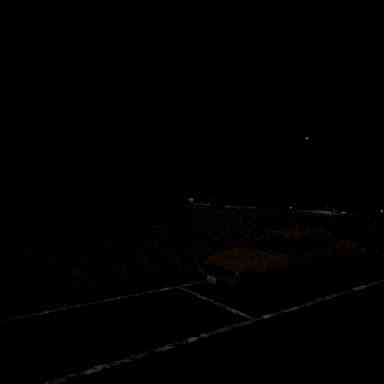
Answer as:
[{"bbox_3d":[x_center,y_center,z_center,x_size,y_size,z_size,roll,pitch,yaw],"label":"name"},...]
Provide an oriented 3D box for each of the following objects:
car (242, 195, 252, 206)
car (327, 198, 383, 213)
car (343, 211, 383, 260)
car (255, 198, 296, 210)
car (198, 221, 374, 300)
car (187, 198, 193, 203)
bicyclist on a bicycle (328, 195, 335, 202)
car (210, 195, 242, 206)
[{"bbox_3d":[6.521,1.201,47.885,2.128,1.511,4.902,1,0,-34],"label":"car"},{"bbox_3d":[14.732,1.341,30.238,2.128,1.511,4.902,1,0,-34],"label":"car"},{"bbox_3d":[7.156,1.547,11.673,4.507,1.381,1.887,0,1,-35],"label":"car"},{"bbox_3d":[9.474,1.367,37.916,1.895,1.301,4.718,1,0,-34],"label":"car"},{"bbox_3d":[2.395,1.526,8.370,4.829,1.417,1.752,0,1,-35],"label":"car"},{"bbox_3d":[-1.741,1.185,54.361,1.895,1.301,4.718,1,0,-34],"label":"car"},{"bbox_3d":[16.341,1.158,38.933,1.656,1.620,0.582,0,0,-34],"label":"bicyclist on a bicycle"},{"bbox_3d":[4.375,1.247,45.379,1.994,1.385,4.181,1,0,-34],"label":"car"}]
